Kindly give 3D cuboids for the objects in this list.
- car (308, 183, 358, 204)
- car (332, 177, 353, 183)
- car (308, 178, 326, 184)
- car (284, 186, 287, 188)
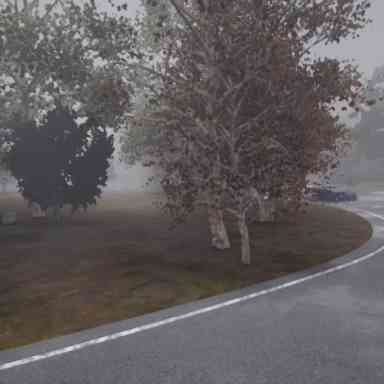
[{"bbox_3d":[13.681,0.189,32.064,1.882,1.535,5.008,-4,3,-13],"label":"car"},{"bbox_3d":[28.213,-2.085,62.797,4.181,1.385,1.994,-4,2,-12],"label":"car"},{"bbox_3d":[24.440,-1.972,65.033,4.181,1.385,1.994,-5,3,-24],"label":"car"},{"bbox_3d":[15.513,-0.735,52.045,1.994,1.385,4.181,-3,3,25],"label":"car"}]
